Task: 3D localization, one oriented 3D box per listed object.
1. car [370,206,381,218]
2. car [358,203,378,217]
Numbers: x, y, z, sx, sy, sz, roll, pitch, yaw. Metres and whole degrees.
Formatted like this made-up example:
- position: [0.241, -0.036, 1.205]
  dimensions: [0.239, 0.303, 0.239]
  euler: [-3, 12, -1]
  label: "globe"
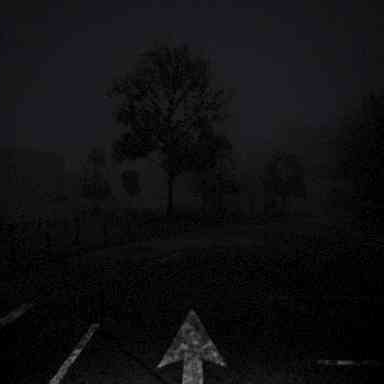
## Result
- position: [5.064, 1.229, 2.987]
  dimensions: [5.566, 2.045, 2.435]
  euler: [0, 0, 0]
  label: "car"
- position: [19.215, 1.925, 35.971]
  dimensions: [1.882, 1.535, 5.008]
  euler: [0, -1, 33]
  label: "car"
